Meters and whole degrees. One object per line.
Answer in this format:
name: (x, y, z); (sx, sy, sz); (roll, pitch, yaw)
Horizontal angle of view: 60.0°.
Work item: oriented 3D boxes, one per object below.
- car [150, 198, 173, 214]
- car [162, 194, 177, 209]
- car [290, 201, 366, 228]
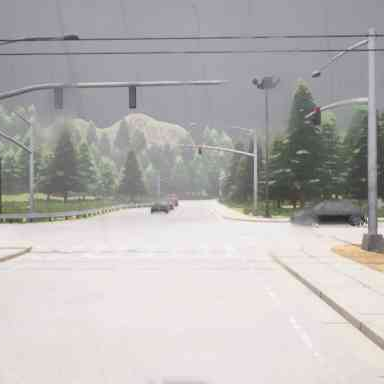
car: (-3.551, 1.715, 37.606); (1.895, 1.301, 4.718); (0, 0, 0)
car: (-3.528, 1.484, 44.729); (2.097, 1.767, 4.553); (0, 0, 0)
car: (8.923, 1.391, 22.178); (4.553, 1.767, 2.097); (0, 0, 1)
